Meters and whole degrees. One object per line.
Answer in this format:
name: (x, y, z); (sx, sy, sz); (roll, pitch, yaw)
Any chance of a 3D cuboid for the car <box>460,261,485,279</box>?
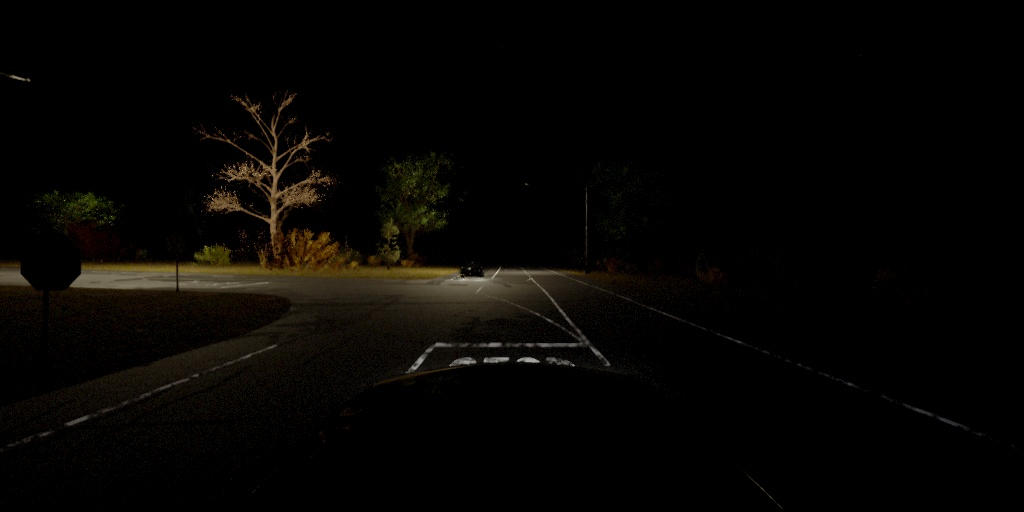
car: (-3.528, 1.258, 32.479); (1.837, 1.490, 4.892); (0, 0, 0)
